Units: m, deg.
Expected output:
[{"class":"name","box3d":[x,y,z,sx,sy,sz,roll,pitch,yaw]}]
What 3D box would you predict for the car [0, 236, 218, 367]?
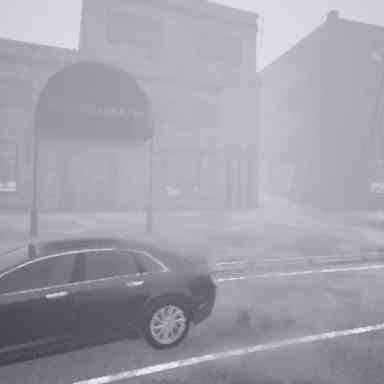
[{"class":"car","box3d":[-1.979,1.464,4.864,4.892,1.490,1.837,0,0,-26]}]
